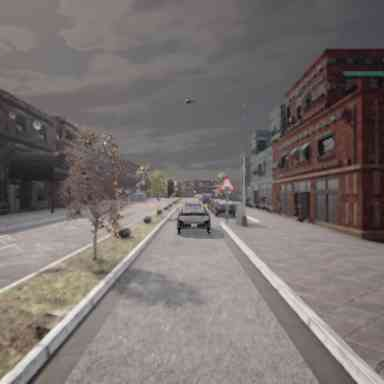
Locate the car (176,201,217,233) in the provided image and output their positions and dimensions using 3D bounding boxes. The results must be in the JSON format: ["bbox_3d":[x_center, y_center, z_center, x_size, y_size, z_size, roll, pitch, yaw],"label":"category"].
[{"bbox_3d":[0.100,1.497,19.564,2.128,1.511,4.902,0,0,0],"label":"car"}]

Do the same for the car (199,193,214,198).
[{"bbox_3d":[2.998,1.176,59.051,2.435,2.045,5.566,0,0,0],"label":"car"}]

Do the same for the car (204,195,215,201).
[{"bbox_3d":[2.997,1.490,42.611,2.163,1.488,4.792,0,0,0],"label":"car"}]

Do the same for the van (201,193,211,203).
[{"bbox_3d":[2.998,1.195,70.182,1.878,1.987,4.442,0,0,0],"label":"van"}]

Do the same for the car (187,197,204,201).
[{"bbox_3d":[0.100,1.583,38.052,1.895,1.301,4.718,1,0,0],"label":"car"}]

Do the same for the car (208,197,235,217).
[{"bbox_3d":[2.997,1.478,31.406,2.231,1.521,4.892,0,0,0],"label":"car"}]
